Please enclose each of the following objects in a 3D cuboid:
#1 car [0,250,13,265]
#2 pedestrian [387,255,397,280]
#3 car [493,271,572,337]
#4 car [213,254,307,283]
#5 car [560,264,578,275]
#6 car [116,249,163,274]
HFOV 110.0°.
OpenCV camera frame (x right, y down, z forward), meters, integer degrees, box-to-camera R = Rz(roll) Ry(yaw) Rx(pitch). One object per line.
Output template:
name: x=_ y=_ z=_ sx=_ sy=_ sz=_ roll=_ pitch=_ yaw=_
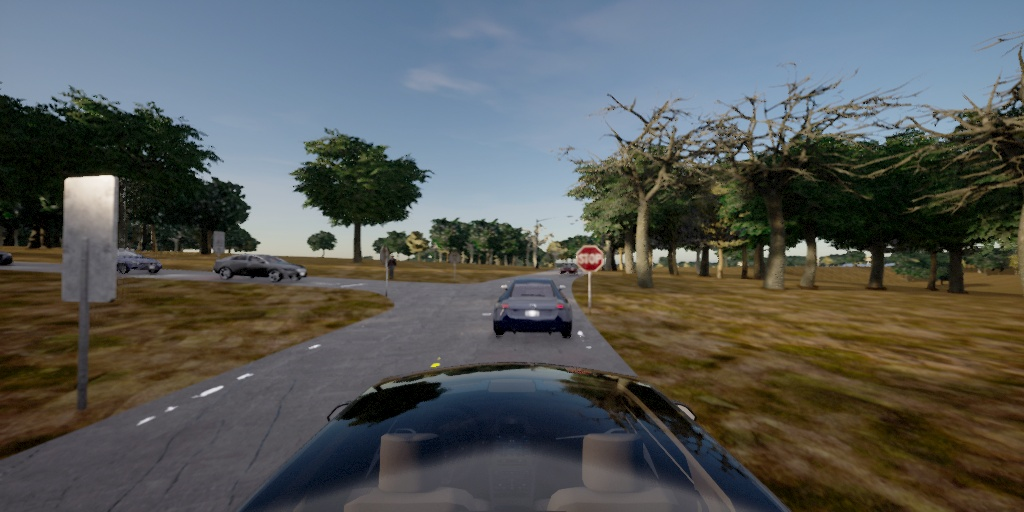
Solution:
car: x=-33.843 y=-0.151 z=22.262 sx=4.181 sy=1.385 sz=1.994 roll=2 pitch=-1 yaw=6
pedestrian: x=-8.769 y=0.794 z=26.243 sx=0.375 sy=1.860 sz=0.375 roll=0 pitch=-4 yaw=5
car: x=0.611 y=1.313 z=10.358 sx=1.994 sy=1.385 sz=4.181 roll=0 pitch=0 yaw=4
car: x=-14.208 y=0.643 z=20.391 sx=4.902 sy=1.511 sz=2.128 roll=3 pitch=-1 yaw=5
car: x=7.417 y=1.710 z=46.253 sx=1.895 sy=1.301 sz=4.718 roll=0 pitch=-1 yaw=15
car: x=-23.481 y=0.270 z=21.265 sx=4.674 sy=1.442 sz=1.812 roll=3 pitch=-1 yaw=5
